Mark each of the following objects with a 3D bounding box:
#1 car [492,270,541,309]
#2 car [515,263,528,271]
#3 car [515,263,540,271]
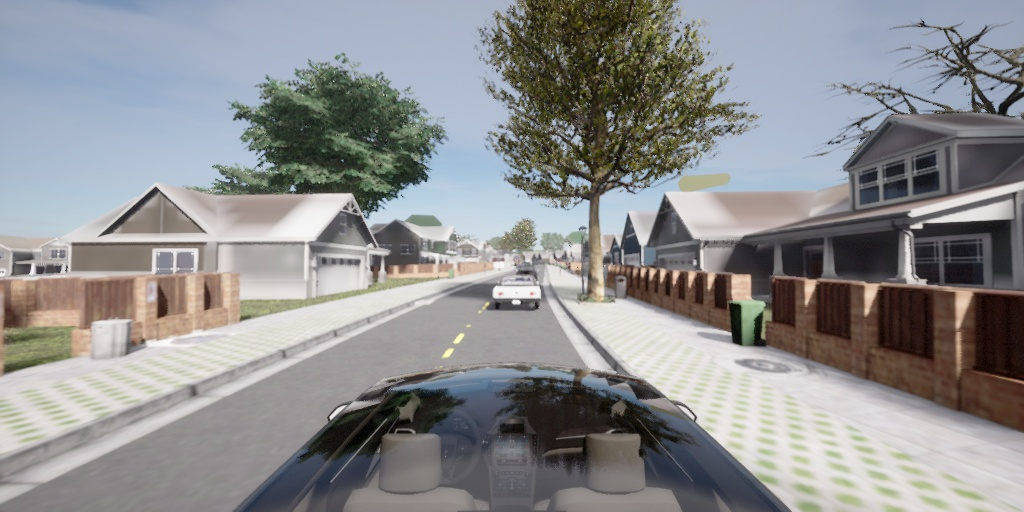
[{"bbox_3d":[0.272,1.491,15.886,1.895,1.301,4.718,0,-1,3],"label":"car"},{"bbox_3d":[1.688,2.035,64.788,1.994,1.385,4.181,0,-1,6],"label":"car"},{"bbox_3d":[1.306,1.555,30.977,1.837,1.490,4.892,0,0,5],"label":"car"}]
